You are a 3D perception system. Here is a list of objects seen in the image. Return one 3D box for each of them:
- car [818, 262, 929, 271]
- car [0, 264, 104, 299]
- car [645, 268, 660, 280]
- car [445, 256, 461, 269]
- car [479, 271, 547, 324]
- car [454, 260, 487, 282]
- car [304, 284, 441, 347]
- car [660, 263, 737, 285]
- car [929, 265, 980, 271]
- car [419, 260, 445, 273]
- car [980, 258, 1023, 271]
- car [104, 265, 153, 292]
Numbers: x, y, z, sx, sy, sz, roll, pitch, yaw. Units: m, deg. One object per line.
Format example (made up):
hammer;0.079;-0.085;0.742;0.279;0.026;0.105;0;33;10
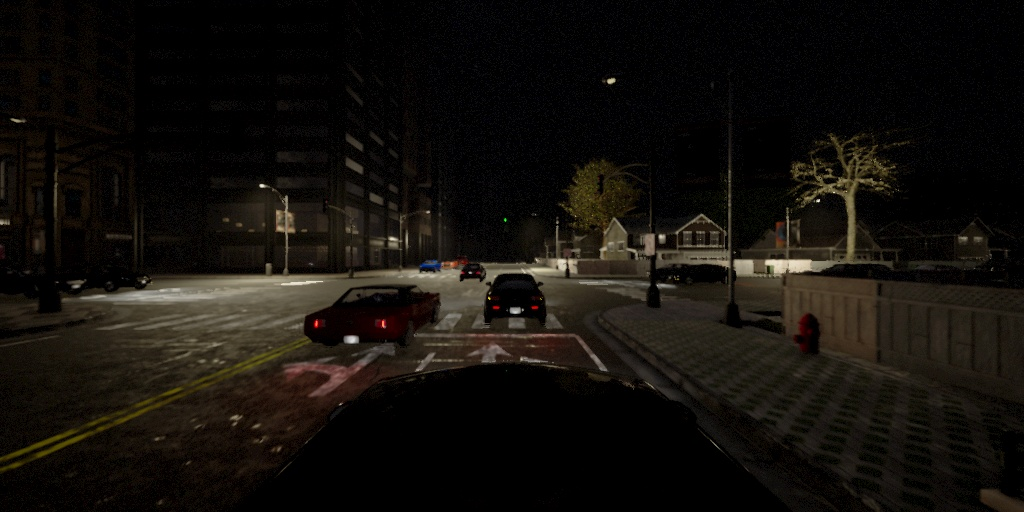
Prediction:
car;20.216;1.178;20.327;4.553;1.767;2.097;0;0;-7
car;-23.310;1.188;17.064;4.902;1.511;2.128;0;0;-3
car;13.494;1.342;29.590;4.902;1.511;2.128;0;0;-6
car;-9.839;1.159;56.309;2.097;1.767;4.553;0;0;0
car;0.091;1.286;11.910;1.812;1.442;4.674;0;0;0
car;-3.169;1.329;29.756;2.033;1.411;5.357;0;0;0
car;-3.155;1.359;9.275;1.895;1.301;4.718;0;0;0
car;13.883;1.342;26.365;4.892;1.490;1.837;0;0;-6
car;33.888;1.429;28.888;5.357;1.411;2.033;0;0;-8
car;-9.863;1.275;43.634;1.882;1.535;5.008;0;0;0
car;47.244;1.234;34.278;5.566;2.045;2.150;0;0;-10
car;-23.388;1.214;20.314;4.892;1.490;1.837;0;0;-3
